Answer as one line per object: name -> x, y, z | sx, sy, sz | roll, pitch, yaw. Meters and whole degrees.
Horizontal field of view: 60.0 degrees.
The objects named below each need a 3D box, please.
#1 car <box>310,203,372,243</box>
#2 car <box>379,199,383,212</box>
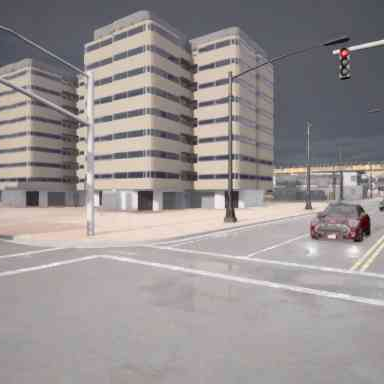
car -> 7.345, 1.345, 16.253 | 2.097, 1.767, 4.553 | 0, 0, 35
car -> 22.219, 1.487, 37.271 | 2.128, 1.511, 4.902 | 0, 0, 35
